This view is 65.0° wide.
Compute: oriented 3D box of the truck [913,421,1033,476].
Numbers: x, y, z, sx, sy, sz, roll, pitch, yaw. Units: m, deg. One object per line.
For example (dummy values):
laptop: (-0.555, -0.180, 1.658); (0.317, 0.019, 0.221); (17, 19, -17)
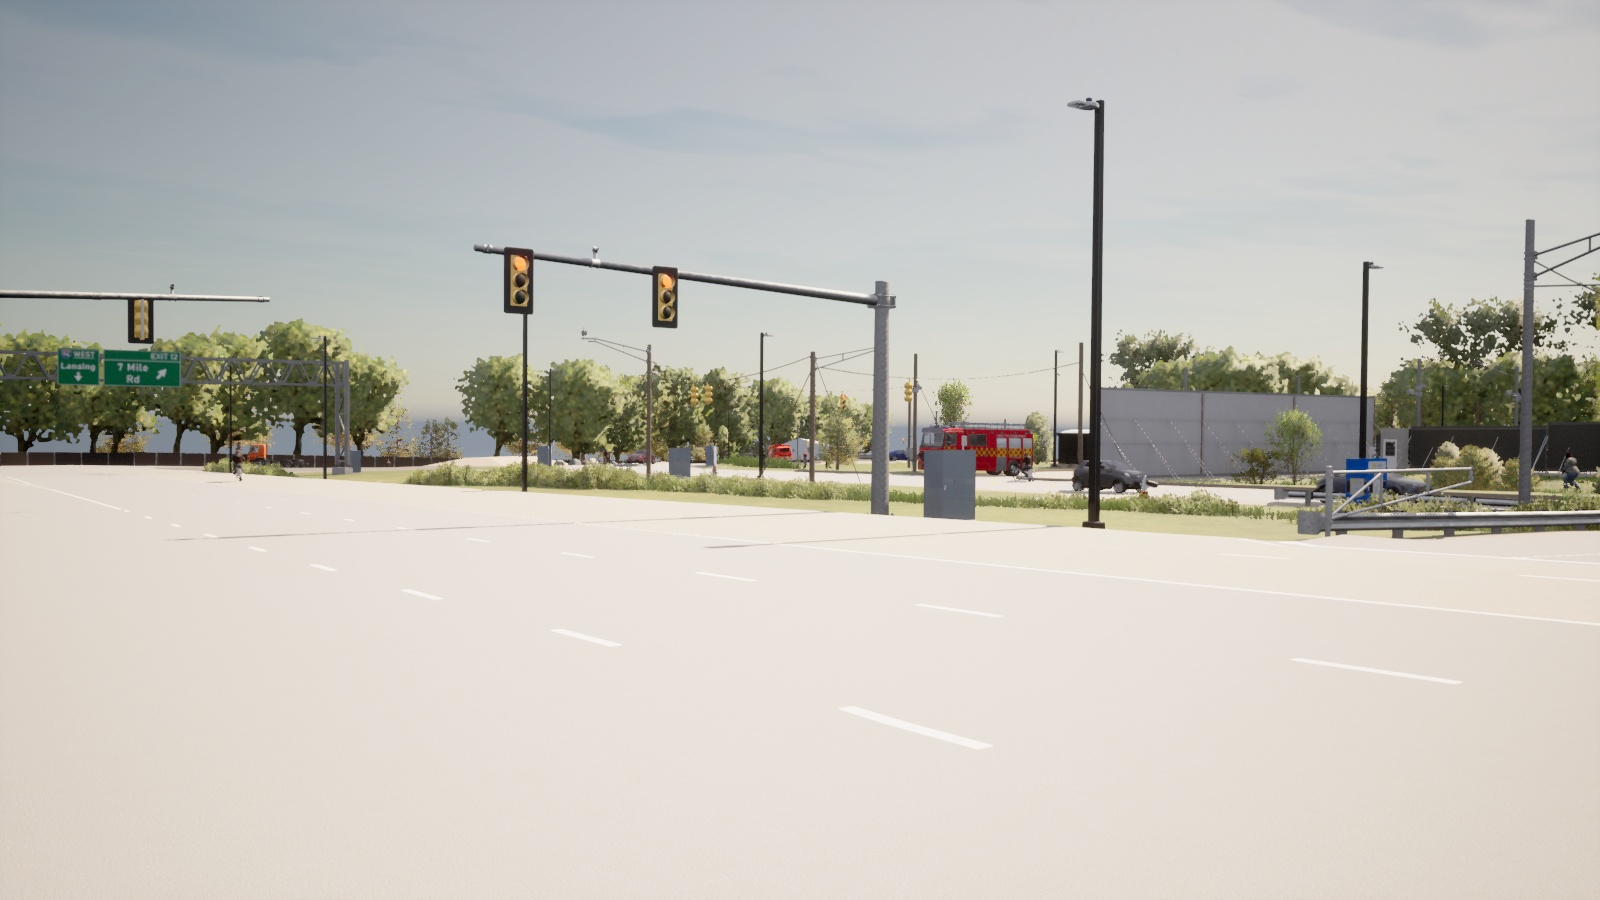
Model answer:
truck: (12.467, -0.102, 90.325); (8.468, 3.827, 2.891); (0, 1, -29)

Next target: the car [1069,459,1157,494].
car: (14.432, 1.186, 58.011); (1.845, 1.501, 3.633); (-1, 1, -34)

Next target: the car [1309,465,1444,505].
car: (21.694, 1.282, 47.373); (1.994, 1.385, 4.181); (-1, 0, -35)

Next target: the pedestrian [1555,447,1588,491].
pedestrian: (33.085, 0.795, 53.851); (0.874, 1.855, 0.900); (-1, 1, -34)
